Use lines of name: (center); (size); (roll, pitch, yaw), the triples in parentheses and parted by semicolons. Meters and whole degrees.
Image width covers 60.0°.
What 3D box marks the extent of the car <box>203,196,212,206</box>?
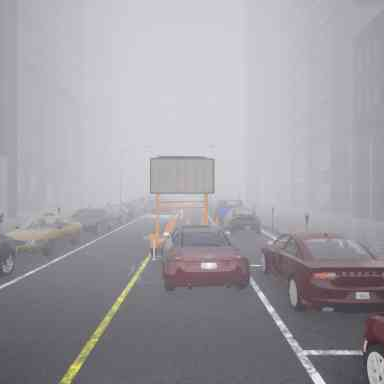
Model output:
car: (2.808, 1.571, 41.438); (2.008, 1.369, 4.403); (0, 0, 0)

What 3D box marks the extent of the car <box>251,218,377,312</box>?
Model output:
car: (2.770, 1.545, 7.621); (1.887, 1.381, 4.507); (0, 0, 0)

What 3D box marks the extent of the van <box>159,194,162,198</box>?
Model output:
van: (-5.712, 1.367, 47.069); (1.690, 1.788, 3.998); (0, 0, 0)

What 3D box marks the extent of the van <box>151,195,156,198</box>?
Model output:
van: (-5.718, 1.361, 41.432); (1.690, 1.788, 3.998); (0, 0, 0)

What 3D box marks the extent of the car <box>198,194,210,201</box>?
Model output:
car: (2.832, 1.362, 63.983); (2.192, 1.841, 5.009); (0, 0, 0)

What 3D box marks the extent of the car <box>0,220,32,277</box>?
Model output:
car: (-5.755, 1.566, 7.613); (1.947, 1.339, 4.313); (0, 0, 0)

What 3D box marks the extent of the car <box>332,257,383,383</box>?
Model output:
car: (2.763, 1.545, 1.984); (1.887, 1.381, 4.507); (0, 0, 0)

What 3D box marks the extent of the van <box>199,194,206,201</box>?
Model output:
van: (2.864, 1.436, 92.164); (1.690, 1.788, 3.998); (0, 0, 0)

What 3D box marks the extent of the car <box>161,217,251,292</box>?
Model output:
car: (0.183, 1.565, 9.011); (1.994, 1.385, 4.181); (0, -1, -5)

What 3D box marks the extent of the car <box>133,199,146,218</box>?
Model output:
car: (-5.730, 1.576, 30.159); (1.947, 1.339, 4.313); (0, 0, 0)

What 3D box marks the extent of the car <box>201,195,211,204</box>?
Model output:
car: (2.820, 1.577, 52.710); (1.887, 1.381, 4.507); (0, 0, 0)

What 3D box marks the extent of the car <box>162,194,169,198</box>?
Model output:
car: (-5.699, 1.354, 58.341); (2.192, 1.841, 5.009); (0, 0, 0)

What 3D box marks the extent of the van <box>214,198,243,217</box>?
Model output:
van: (2.788, 1.348, 24.529); (1.690, 1.788, 3.998); (0, 0, 0)

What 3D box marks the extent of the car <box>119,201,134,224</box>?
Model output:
car: (-5.736, 1.588, 24.523); (1.802, 1.307, 4.206); (0, 0, 0)

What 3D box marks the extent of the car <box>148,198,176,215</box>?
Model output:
car: (-3.062, 1.577, 34.277); (1.994, 1.385, 4.181); (0, 0, 0)

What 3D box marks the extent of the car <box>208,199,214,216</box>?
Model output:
car: (2.795, 1.561, 30.166); (2.008, 1.369, 4.403); (0, 0, 0)

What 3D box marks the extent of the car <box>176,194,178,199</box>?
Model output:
car: (-5.660, 1.661, 92.161); (1.947, 1.339, 4.313); (0, 0, 0)

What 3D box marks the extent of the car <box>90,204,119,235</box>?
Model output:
car: (-5.743, 1.569, 18.885); (1.947, 1.339, 4.313); (0, 0, 0)

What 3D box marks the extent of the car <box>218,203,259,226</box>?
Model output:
car: (2.782, 1.554, 18.893); (2.008, 1.369, 4.403); (0, 0, 0)

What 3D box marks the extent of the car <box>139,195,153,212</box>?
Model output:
car: (-5.724, 1.455, 35.796); (1.967, 1.590, 4.097); (0, 0, 0)

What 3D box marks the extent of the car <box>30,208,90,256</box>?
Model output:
car: (-5.749, 1.527, 13.079); (1.752, 1.417, 4.829); (0, 0, 0)

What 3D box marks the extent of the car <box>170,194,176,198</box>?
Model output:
car: (-5.673, 1.619, 80.888); (1.887, 1.381, 4.507); (0, 0, 0)

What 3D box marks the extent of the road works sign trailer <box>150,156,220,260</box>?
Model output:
road works sign trailer: (-0.377, 0.466, 12.464); (2.380, 3.560, 2.880); (0, 0, -5)
